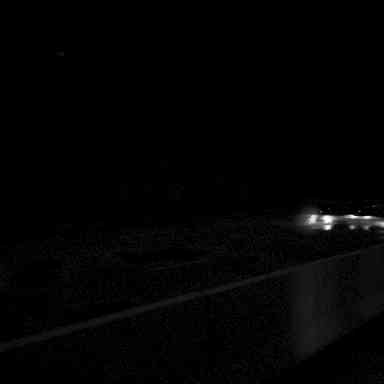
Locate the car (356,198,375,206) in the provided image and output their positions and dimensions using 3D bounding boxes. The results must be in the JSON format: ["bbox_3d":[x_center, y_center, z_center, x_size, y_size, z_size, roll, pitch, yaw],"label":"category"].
[{"bbox_3d":[32.083,1.742,61.532,1.994,1.385,4.181,0,0,12],"label":"car"}]

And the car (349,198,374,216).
[{"bbox_3d":[16.984,1.642,33.316,1.994,1.385,4.181,0,0,32],"label":"car"}]

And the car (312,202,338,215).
[{"bbox_3d":[14.114,1.701,35.253,1.895,1.301,4.718,0,0,31],"label":"car"}]
